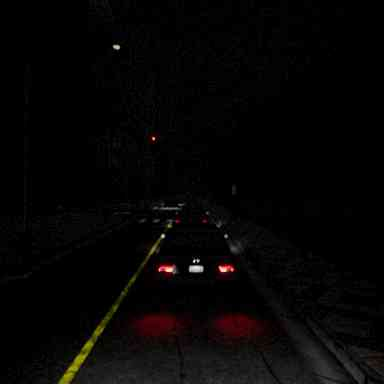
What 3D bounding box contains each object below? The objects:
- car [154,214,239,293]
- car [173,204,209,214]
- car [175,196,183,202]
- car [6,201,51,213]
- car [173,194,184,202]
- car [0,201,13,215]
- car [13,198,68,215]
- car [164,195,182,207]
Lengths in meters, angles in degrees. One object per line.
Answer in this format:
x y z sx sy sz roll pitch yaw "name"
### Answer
0.073 1.548 8.993 2.033 1.411 5.357 0 0 0 "car"
0.002 1.568 18.298 1.994 1.385 4.181 0 0 1 "car"
-3.130 1.701 80.188 1.812 1.442 4.674 0 0 0 "car"
-19.072 1.716 38.997 4.313 1.339 1.947 0 -1 0 "car"
-3.142 1.479 65.269 2.097 1.767 4.553 0 0 0 "car"
-17.068 1.560 33.143 4.181 1.385 1.994 0 -1 0 "car"
-13.592 1.365 30.495 4.097 1.590 1.967 0 -1 -1 "car"
-3.138 1.621 51.422 2.033 1.411 5.357 0 0 3 "car"
